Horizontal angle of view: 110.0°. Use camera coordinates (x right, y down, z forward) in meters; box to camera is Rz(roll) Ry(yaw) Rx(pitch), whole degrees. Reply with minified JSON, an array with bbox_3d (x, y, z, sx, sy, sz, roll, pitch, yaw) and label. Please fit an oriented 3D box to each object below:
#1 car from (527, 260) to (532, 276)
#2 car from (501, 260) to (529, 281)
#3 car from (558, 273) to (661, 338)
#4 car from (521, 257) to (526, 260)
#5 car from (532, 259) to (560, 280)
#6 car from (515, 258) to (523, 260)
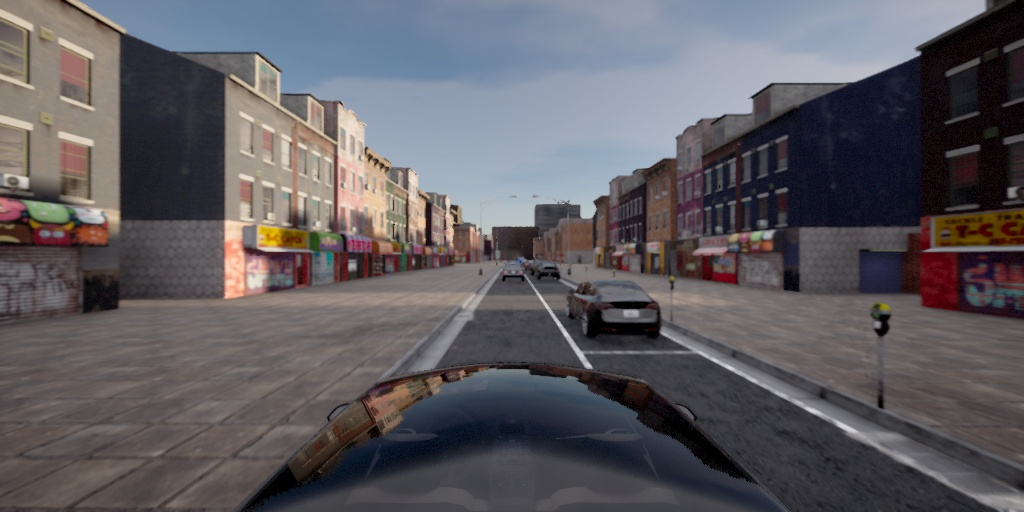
[{"bbox_3d":[2.980,1.108,38.117,2.097,1.767,4.553,0,0,0],"label":"car"},{"bbox_3d":[0.101,1.296,30.039,2.033,1.411,5.357,0,0,0],"label":"car"},{"bbox_3d":[2.636,1.309,10.015,1.948,1.339,4.313,0,0,0],"label":"car"},{"bbox_3d":[2.628,1.206,49.772,1.967,1.591,4.097,0,0,0],"label":"car"},{"bbox_3d":[3.014,1.254,31.146,1.837,1.490,4.892,0,0,0],"label":"car"},{"bbox_3d":[0.091,1.289,46.849,1.812,1.442,4.674,0,0,0],"label":"car"}]
